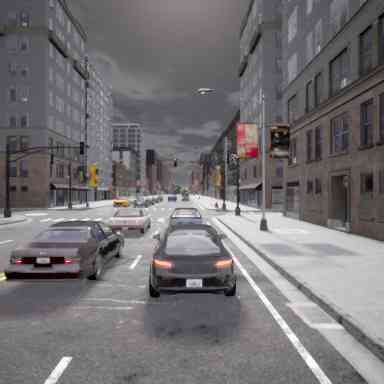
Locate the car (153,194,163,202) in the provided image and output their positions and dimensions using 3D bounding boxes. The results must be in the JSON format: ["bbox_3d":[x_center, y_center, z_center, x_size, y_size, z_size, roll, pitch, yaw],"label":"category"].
[{"bbox_3d":[-8.059,1.373,79.516,2.097,1.767,4.553,0,0,-1],"label":"car"}]

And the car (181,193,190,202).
[{"bbox_3d":[-1.583,1.623,80.836,1.895,1.301,4.718,0,0,-1],"label":"car"}]

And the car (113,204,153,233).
[{"bbox_3d":[-3.508,1.607,19.471,1.895,1.301,4.718,0,0,-1],"label":"car"}]

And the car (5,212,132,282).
[{"bbox_3d":[-3.312,1.550,9.806,2.033,1.411,5.357,0,0,-1],"label":"car"}]

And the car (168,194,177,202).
[{"bbox_3d":[-4.824,1.505,80.324,1.882,1.535,5.008,0,0,-1],"label":"car"}]

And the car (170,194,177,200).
[{"bbox_3d":[-5.033,1.401,90.742,1.837,1.490,4.892,0,0,-1],"label":"car"}]

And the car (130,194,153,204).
[{"bbox_3d":[-7.563,1.515,50.061,2.128,1.511,4.902,0,0,-1],"label":"car"}]

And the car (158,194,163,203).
[{"bbox_3d":[-7.855,1.555,69.285,2.128,1.511,4.902,0,0,-1],"label":"car"}]

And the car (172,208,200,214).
[{"bbox_3d":[-0.329,1.553,18.054,2.033,1.411,5.357,0,0,-1],"label":"car"}]

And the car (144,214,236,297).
[{"bbox_3d":[-0.036,1.528,8.467,1.812,1.442,4.674,0,0,-2],"label":"car"}]

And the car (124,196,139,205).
[{"bbox_3d":[-10.994,1.554,60.757,1.812,1.442,4.674,0,0,-1],"label":"car"}]

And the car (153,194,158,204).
[{"bbox_3d":[-7.731,1.519,59.415,2.128,1.511,4.902,0,0,-1],"label":"car"}]

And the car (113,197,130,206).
[{"bbox_3d":[-10.845,1.502,51.535,1.882,1.535,5.008,0,0,-1],"label":"car"}]
